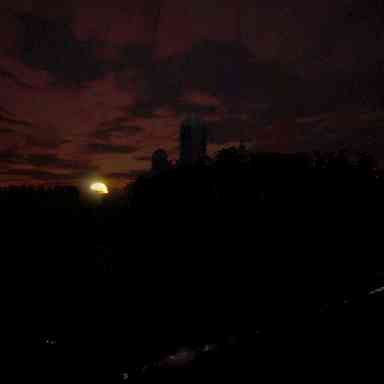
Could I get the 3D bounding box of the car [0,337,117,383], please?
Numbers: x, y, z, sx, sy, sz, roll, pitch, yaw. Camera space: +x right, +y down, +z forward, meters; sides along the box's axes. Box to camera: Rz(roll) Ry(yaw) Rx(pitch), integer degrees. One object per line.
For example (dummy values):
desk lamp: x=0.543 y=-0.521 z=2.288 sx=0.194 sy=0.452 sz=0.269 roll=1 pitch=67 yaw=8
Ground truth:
car: x=-2.264 y=1.564 z=1.397 sx=4.181 sy=1.385 sz=1.994 roll=0 pitch=0 yaw=-36
